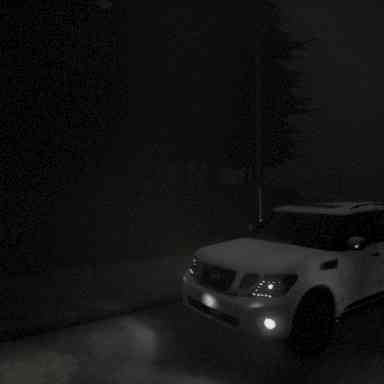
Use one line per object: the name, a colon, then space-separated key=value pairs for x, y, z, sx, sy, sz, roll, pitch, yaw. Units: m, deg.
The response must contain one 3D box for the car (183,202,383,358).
car: x=2.505 y=1.230 z=6.390 sx=5.566 sy=2.045 sz=2.150 roll=0 pitch=0 yaw=-35
